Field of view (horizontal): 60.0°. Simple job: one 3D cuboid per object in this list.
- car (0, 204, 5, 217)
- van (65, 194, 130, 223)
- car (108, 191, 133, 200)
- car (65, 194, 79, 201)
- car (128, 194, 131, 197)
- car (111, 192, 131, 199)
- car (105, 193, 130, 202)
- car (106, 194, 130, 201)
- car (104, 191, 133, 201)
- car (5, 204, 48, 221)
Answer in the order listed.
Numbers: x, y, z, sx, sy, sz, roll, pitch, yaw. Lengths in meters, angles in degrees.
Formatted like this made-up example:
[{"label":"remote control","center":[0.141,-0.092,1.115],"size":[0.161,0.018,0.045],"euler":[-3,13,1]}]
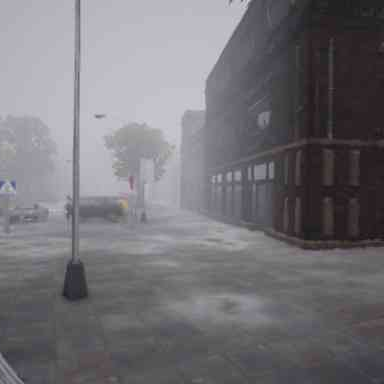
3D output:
[{"label":"car","center":[-17.694,1.534,28.746],"size":[1.994,1.385,4.181],"euler":[1,0,-11]},{"label":"van","center":[-7.594,1.331,26.240],"size":[4.442,1.987,1.878],"euler":[2,-1,-31]},{"label":"car","center":[-17.775,0.831,82.291],"size":[5.566,2.045,2.435],"euler":[1,1,-30]},{"label":"car","center":[-24.741,1.021,68.704],"size":[1.895,1.301,4.718],"euler":[1,0,-10]},{"label":"car","center":[-11.128,1.468,43.793],"size":[5.366,1.575,1.946],"euler":[1,1,-30]},{"label":"car","center":[-18.822,0.908,88.214],"size":[4.553,1.767,2.185],"euler":[1,0,-30]},{"label":"car","center":[-15.138,1.095,67.535],"size":[4.553,1.767,2.185],"euler":[1,1,-30]},{"label":"car","center":[-15.694,1.230,70.481],"size":[4.674,1.452,2.002],"euler":[1,0,-30]},{"label":"car","center":[-16.210,0.911,73.411],"size":[5.566,2.045,2.435],"euler":[2,1,-30]},{"label":"car","center":[-13.254,1.613,27.323],"size":[1.895,1.301,4.718],"euler":[1,0,-10]}]
